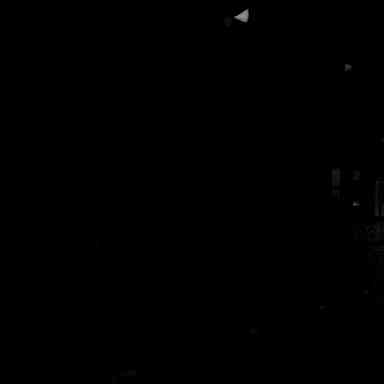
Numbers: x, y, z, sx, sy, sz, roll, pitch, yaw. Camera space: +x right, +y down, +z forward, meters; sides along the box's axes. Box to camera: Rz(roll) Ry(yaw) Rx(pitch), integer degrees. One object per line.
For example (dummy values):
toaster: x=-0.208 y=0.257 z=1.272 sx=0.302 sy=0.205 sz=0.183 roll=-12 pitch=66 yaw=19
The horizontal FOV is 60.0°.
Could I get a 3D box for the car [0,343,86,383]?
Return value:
car: x=-2.450 y=1.571 z=1.326 sx=4.181 sy=1.385 sz=1.994 roll=0 pitch=0 yaw=-35
